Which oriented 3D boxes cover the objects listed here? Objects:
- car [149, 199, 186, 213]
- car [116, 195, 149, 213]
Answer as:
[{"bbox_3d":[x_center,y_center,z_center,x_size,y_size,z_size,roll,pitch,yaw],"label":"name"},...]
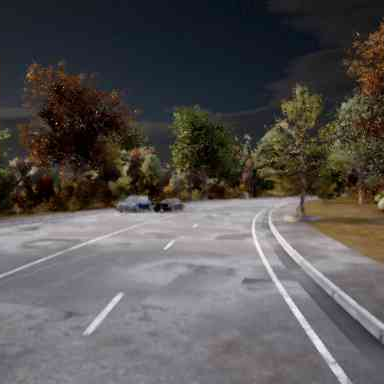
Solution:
[{"bbox_3d":[-2.198,1.342,32.918,1.895,1.301,4.718,0,0,17],"label":"car"},{"bbox_3d":[-5.733,1.125,33.255,2.097,1.767,4.553,0,0,17],"label":"car"}]
